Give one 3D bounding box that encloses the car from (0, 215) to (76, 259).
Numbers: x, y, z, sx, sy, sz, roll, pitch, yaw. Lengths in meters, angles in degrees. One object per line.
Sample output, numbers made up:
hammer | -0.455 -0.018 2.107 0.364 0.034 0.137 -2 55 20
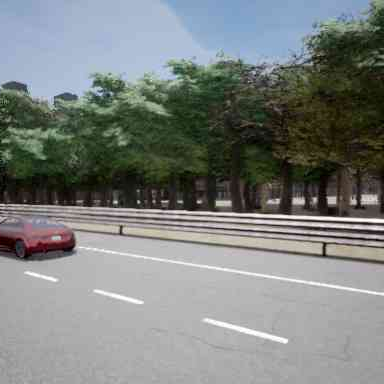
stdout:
car | -6.337 1.577 12.696 4.181 1.385 1.994 0 0 36
